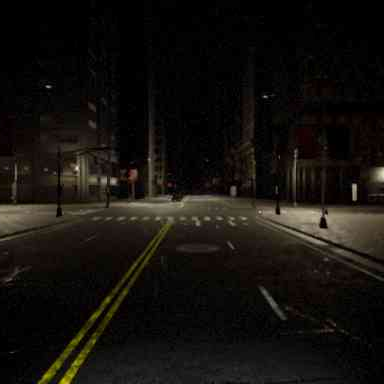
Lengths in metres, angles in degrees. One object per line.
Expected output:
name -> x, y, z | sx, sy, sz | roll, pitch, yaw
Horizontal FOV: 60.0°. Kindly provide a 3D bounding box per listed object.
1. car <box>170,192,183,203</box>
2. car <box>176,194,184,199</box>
car -> -3.246, 1.382, 67.398 | 1.837, 1.490, 4.892 | 0, 0, 0
car -> -3.244, 1.338, 93.042 | 1.994, 1.385, 4.181 | 0, 0, 0
